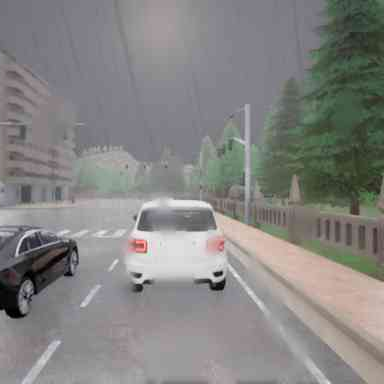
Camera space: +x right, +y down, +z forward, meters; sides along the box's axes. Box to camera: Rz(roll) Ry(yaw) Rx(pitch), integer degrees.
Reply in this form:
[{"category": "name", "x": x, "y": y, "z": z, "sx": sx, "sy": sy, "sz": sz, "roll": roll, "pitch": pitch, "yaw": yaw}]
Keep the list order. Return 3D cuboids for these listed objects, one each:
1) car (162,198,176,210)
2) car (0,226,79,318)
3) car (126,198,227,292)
[{"category": "car", "x": -3.060, "y": 1.503, "z": 44.331, "sx": 1.812, "sy": 1.442, "sz": 4.674, "roll": 0, "pitch": 0, "yaw": -4}, {"category": "car", "x": -3.951, "y": 1.488, "z": 7.317, "sx": 2.128, "sy": 1.511, "sz": 4.902, "roll": 0, "pitch": 0, "yaw": -3}, {"category": "car", "x": -0.455, "y": 1.217, "z": 9.090, "sx": 2.150, "sy": 2.045, "sz": 5.566, "roll": 0, "pitch": 0, "yaw": -4}]
